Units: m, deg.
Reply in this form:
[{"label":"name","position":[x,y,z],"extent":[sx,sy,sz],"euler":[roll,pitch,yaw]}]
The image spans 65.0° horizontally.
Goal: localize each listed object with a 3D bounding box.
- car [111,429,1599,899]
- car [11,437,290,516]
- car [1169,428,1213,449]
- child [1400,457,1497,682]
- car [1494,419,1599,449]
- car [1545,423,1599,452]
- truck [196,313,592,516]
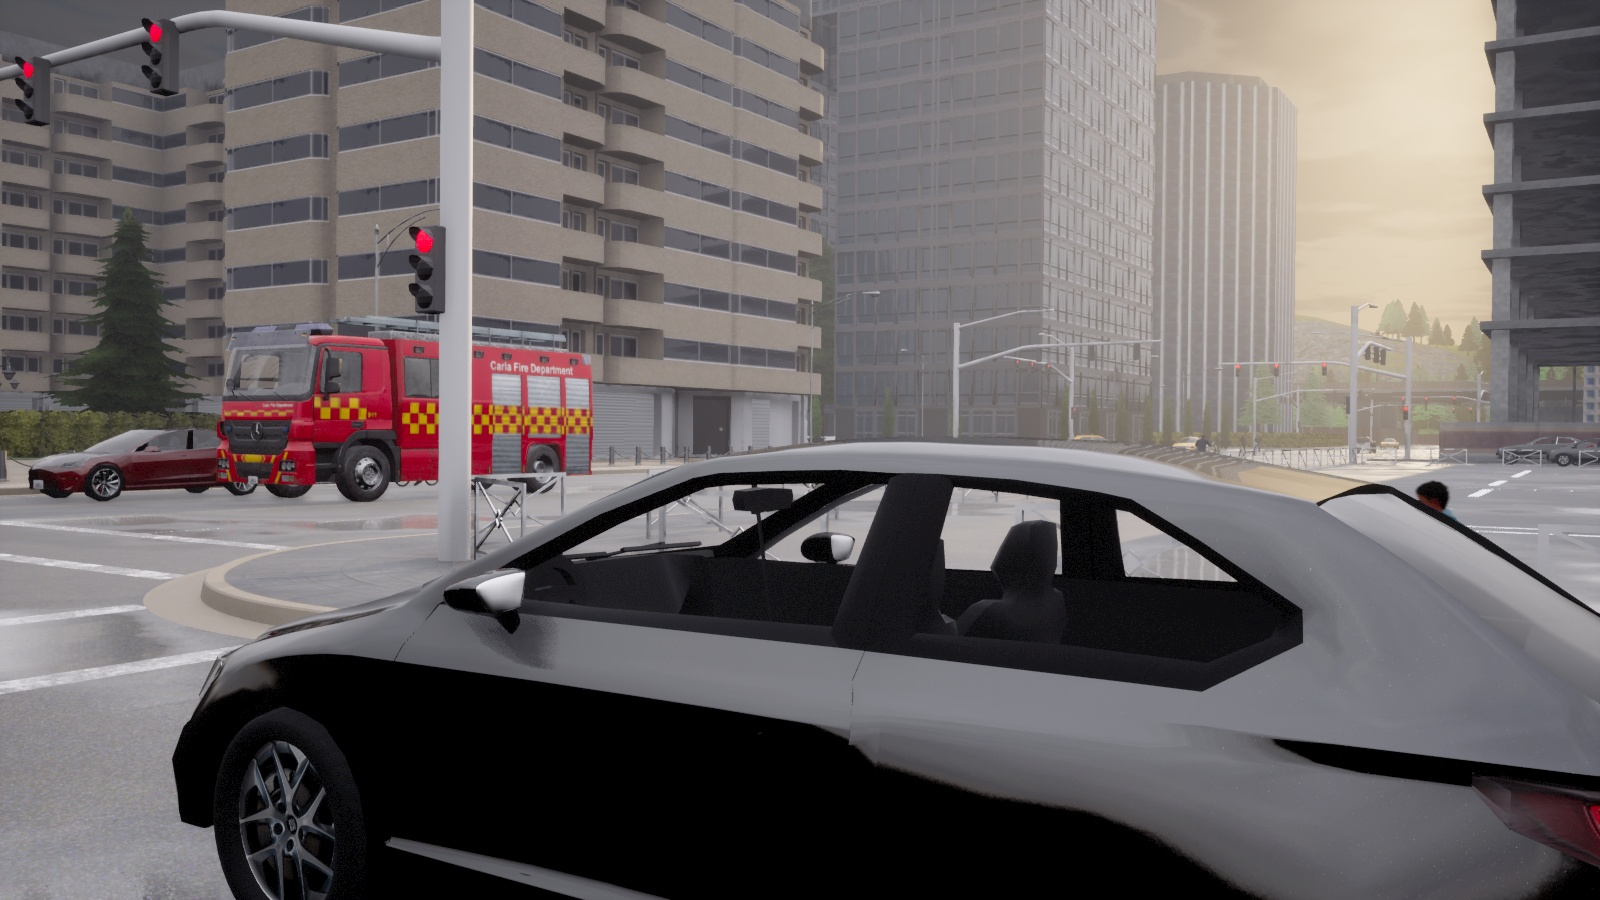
[{"label":"car","position":[0.098,0.696,3.550],"extent":[4.193,1.474,1.816],"euler":[0,1,33]},{"label":"car","position":[-13.616,0.491,26.643],"extent":[2.163,1.488,4.792],"euler":[0,1,32]},{"label":"car","position":[29.585,-0.894,94.940],"extent":[1.801,1.575,5.366],"euler":[0,1,32]},{"label":"child","position":[3.610,0.642,6.984],"extent":[0.448,1.192,0.343],"euler":[0,1,32]},{"label":"car","position":[41.957,-0.889,70.566],"extent":[5.027,1.651,2.152],"euler":[0,1,32]},{"label":"car","position":[42.050,-0.664,66.379],"extent":[4.514,1.525,2.007],"euler":[0,1,32]},{"label":"truck","position":[-8.614,-0.738,28.003],"extent":[2.891,3.827,8.468],"euler":[0,1,32]}]
